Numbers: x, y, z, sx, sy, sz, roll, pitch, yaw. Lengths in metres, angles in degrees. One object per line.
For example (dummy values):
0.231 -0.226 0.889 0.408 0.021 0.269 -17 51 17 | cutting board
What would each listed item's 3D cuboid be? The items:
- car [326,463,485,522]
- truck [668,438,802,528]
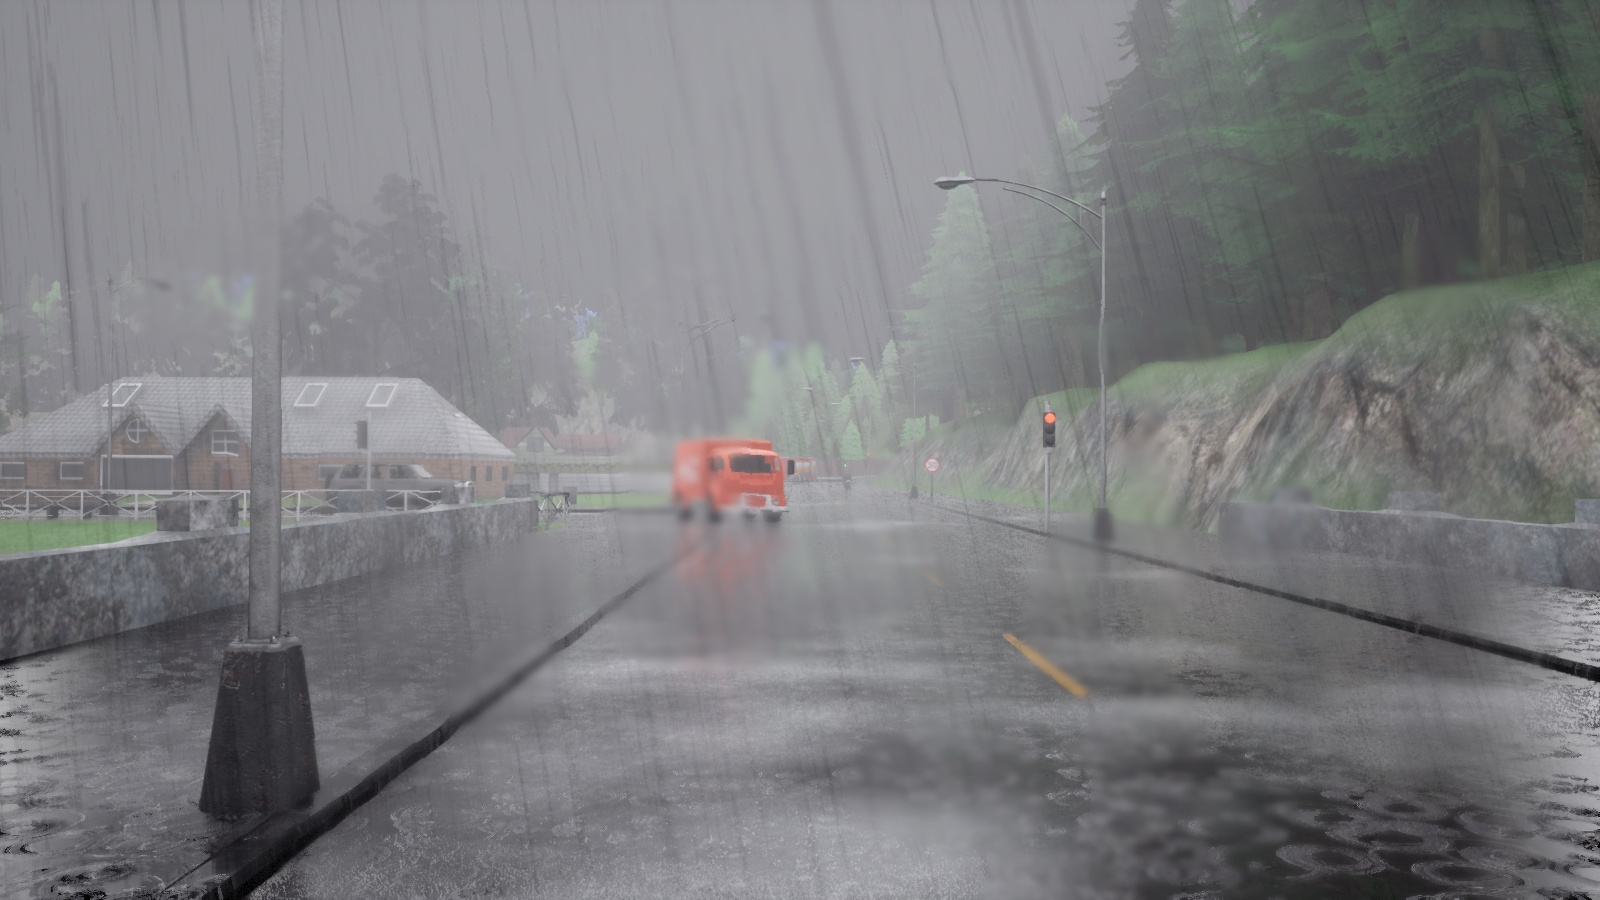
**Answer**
-12.873 1.373 41.185 4.605 1.855 1.932 0 -1 0 | car
-2.042 0.963 37.429 2.627 2.467 5.204 0 -1 -19 | truck
